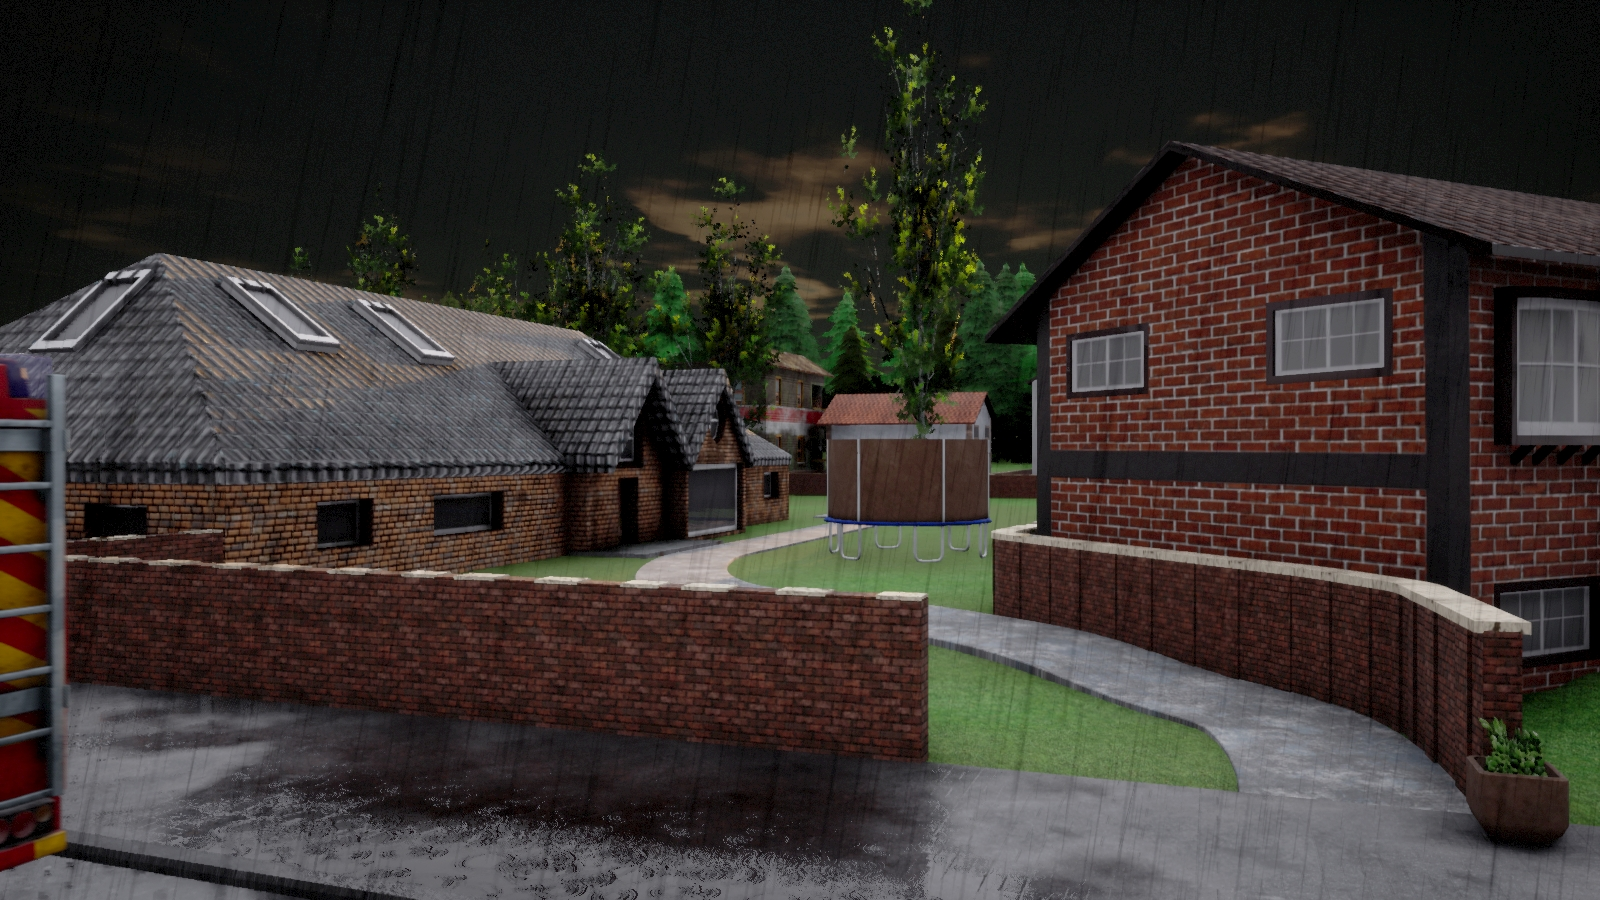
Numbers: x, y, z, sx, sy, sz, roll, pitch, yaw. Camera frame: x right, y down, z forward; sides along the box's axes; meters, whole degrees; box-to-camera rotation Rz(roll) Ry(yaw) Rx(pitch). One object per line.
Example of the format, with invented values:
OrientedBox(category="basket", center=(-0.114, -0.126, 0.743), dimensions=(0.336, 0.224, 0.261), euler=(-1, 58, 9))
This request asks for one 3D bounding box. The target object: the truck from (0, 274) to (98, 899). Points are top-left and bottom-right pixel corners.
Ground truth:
OrientedBox(category="truck", center=(-8.903, 0.890, 7.335), dimensions=(8.468, 3.827, 2.891), euler=(0, 0, 20))
